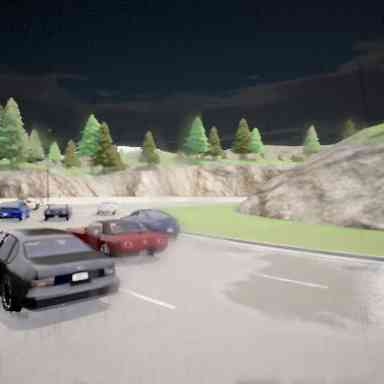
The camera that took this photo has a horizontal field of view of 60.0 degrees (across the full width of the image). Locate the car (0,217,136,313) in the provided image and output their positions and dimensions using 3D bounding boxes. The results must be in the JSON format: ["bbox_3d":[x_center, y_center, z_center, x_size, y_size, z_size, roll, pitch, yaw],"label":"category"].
[{"bbox_3d":[-3.727,1.560,7.803,2.033,1.411,5.357,1,0,-43],"label":"car"}]

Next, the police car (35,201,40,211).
[{"bbox_3d":[-19.663,1.546,39.040,2.038,1.542,4.974,1,-1,-1],"label":"police car"}]

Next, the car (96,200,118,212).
[{"bbox_3d":[-8.933,1.632,35.549,1.812,1.442,4.674,0,0,-6],"label":"car"}]

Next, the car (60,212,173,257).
[{"bbox_3d":[-2.966,1.640,12.228,1.895,1.301,4.718,1,0,-40],"label":"car"}]

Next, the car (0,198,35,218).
[{"bbox_3d":[-14.385,1.504,26.870,1.882,1.535,5.008,0,0,-16],"label":"car"}]

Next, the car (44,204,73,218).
[{"bbox_3d":[-11.248,1.656,28.303,1.895,1.301,4.718,0,0,-15],"label":"car"}]

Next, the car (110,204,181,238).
[{"bbox_3d":[-2.353,1.593,17.280,1.812,1.442,4.674,0,0,-36],"label":"car"}]
